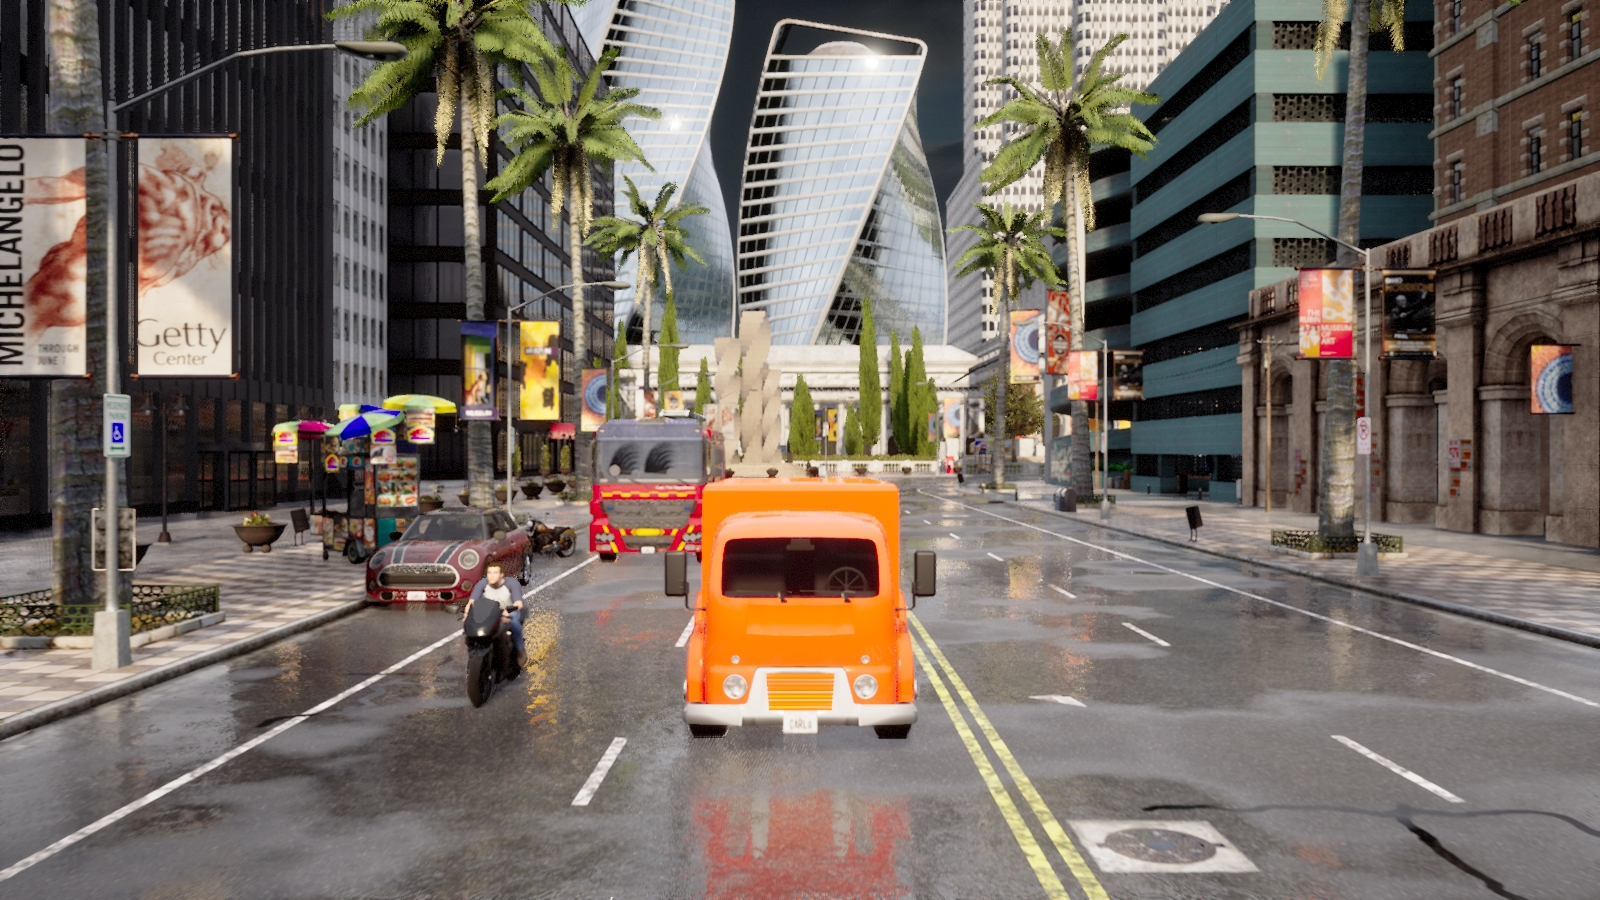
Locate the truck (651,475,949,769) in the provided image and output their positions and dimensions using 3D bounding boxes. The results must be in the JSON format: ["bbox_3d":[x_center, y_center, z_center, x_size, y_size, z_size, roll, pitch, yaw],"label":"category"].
[{"bbox_3d":[0.003,1.572,12.671,2.627,2.467,5.204,0,0,0],"label":"truck"}]

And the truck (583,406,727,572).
[{"bbox_3d":[-3.616,0.902,30.637,2.891,3.827,8.468,0,0,-1],"label":"truck"}]
